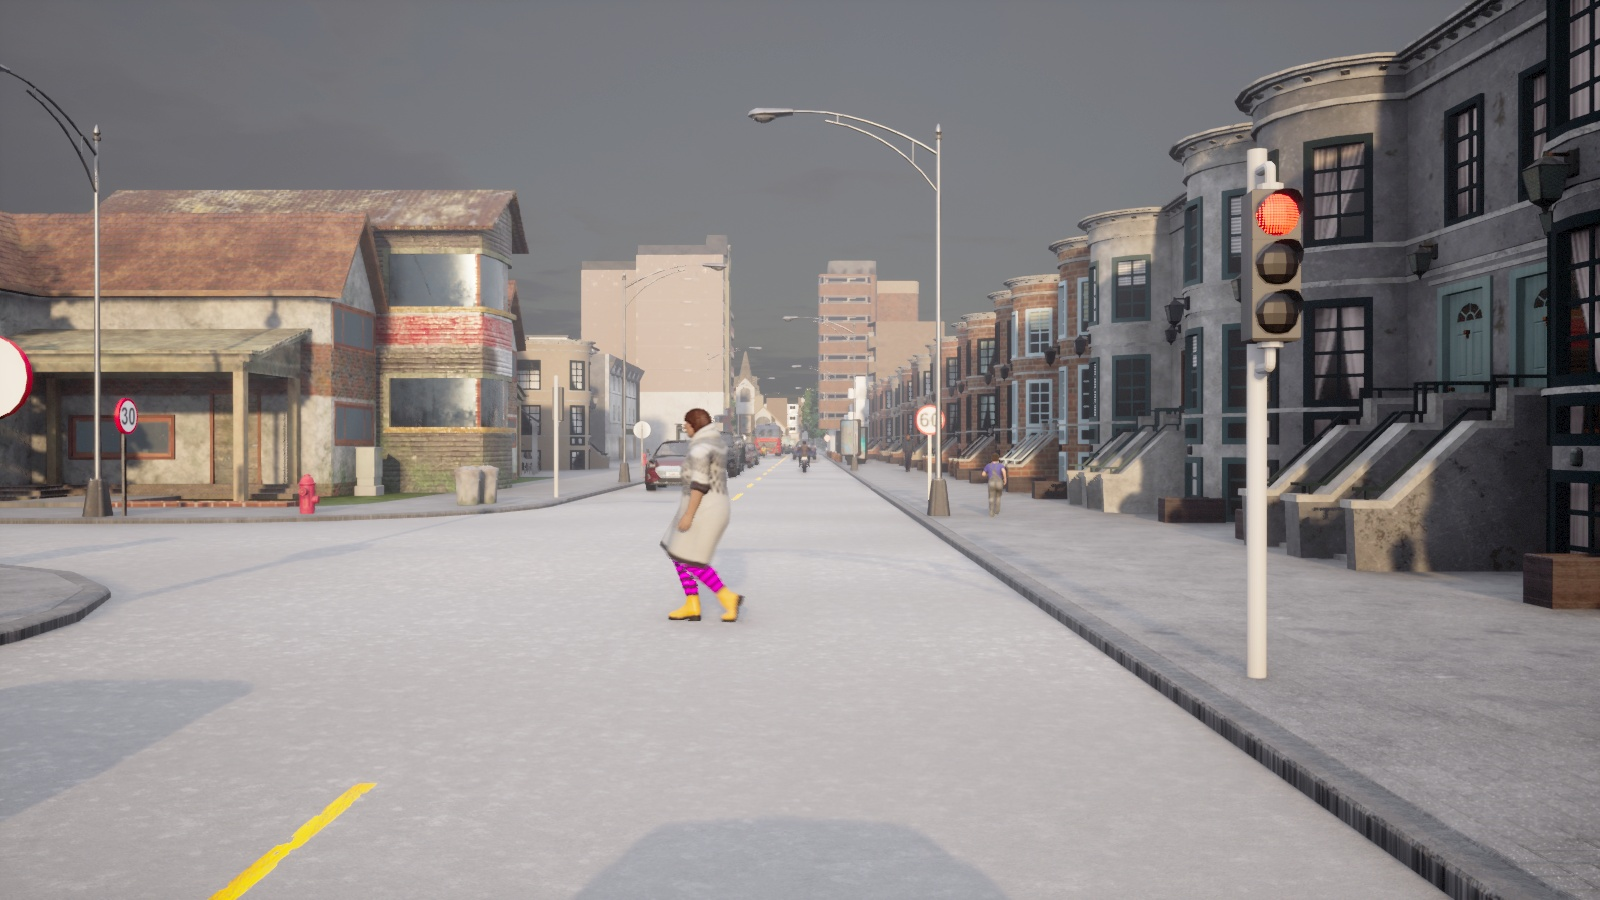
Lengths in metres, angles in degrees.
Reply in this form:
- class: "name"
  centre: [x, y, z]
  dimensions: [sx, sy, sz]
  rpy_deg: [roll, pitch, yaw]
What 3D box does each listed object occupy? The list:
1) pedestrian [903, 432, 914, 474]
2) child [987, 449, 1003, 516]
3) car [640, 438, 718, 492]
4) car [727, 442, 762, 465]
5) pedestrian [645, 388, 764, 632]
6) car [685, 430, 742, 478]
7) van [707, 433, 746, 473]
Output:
- class: "pedestrian"
  centre: [5.097, 0.127, 59.018]
  dimensions: [0.423, 1.949, 0.788]
  rpy_deg: [0, 0, 0]
- class: "child"
  centre: [3.712, 0.604, 23.930]
  dimensions: [0.270, 1.263, 0.437]
  rpy_deg: [0, 0, 5]
- class: "car"
  centre: [-3.853, 0.443, 40.826]
  dimensions: [2.033, 1.649, 4.856]
  rpy_deg: [0, 0, 0]
- class: "car"
  centre: [-3.694, 0.221, 84.885]
  dimensions: [2.128, 1.511, 4.902]
  rpy_deg: [0, 0, 0]
- class: "pedestrian"
  centre: [-0.783, 0.480, 10.455]
  dimensions: [0.873, 1.952, 0.659]
  rpy_deg: [0, 0, 8]
- class: "car"
  centre: [-3.803, 0.147, 55.891]
  dimensions: [2.150, 2.045, 5.566]
  rpy_deg: [0, 0, 0]
- class: "van"
  centre: [-3.767, 0.128, 65.187]
  dimensions: [1.775, 1.987, 4.442]
  rpy_deg: [0, 0, 0]
